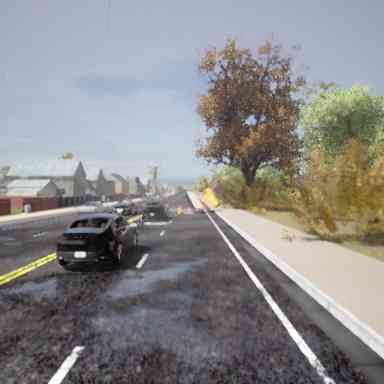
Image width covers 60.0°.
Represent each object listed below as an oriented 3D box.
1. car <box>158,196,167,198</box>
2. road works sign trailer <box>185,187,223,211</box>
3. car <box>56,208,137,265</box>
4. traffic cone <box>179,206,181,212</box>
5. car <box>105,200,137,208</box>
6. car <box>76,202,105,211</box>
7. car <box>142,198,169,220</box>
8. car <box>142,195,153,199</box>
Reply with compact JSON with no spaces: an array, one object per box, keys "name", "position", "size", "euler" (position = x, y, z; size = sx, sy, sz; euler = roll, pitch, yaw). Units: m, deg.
[{"name":"car","position":[-6.498,1.523,73.389],"size":[1.812,1.442,4.674],"euler":[0,0,0]},{"name":"road works sign trailer","position":[0.838,1.064,36.376],"size":[3.560,2.380,2.880],"euler":[6,-42,-49]},{"name":"car","position":[-3.150,1.521,11.789],"size":[1.837,1.490,4.892],"euler":[0,0,0]},{"name":"traffic cone","position":[-1.379,1.991,35.329],"size":[0.340,0.580,0.340],"euler":[0,0,0]},{"name":"car","position":[-6.593,1.525,32.743],"size":[2.128,1.511,4.902],"euler":[0,0,0]},{"name":"car","position":[-9.843,1.634,32.804],"size":[1.895,1.301,4.718],"euler":[0,0,0]},{"name":"car","position":[-3.148,1.535,28.796],"size":[1.837,1.490,4.892],"euler":[0,0,0]},{"name":"car","position":[-9.748,1.353,73.419],"size":[2.097,1.767,4.553],"euler":[0,0,0]}]
